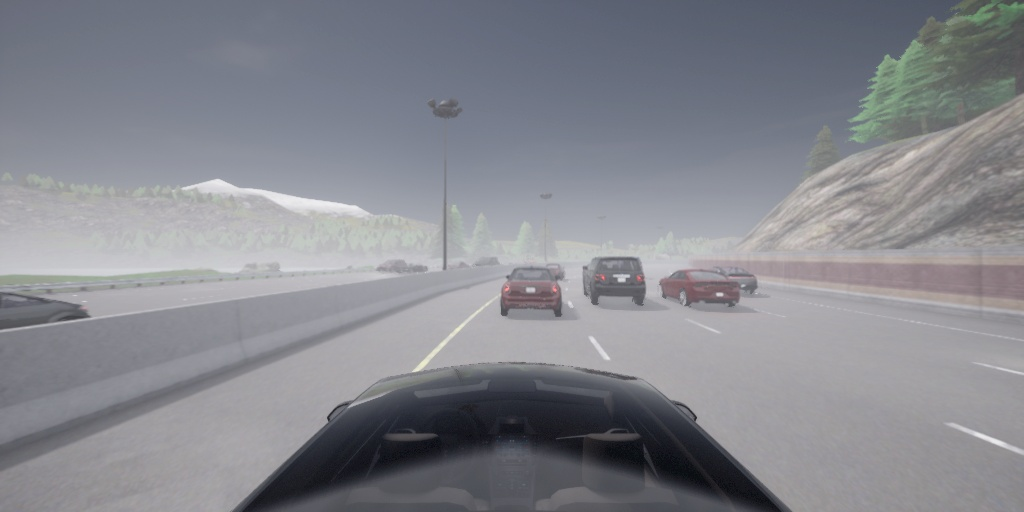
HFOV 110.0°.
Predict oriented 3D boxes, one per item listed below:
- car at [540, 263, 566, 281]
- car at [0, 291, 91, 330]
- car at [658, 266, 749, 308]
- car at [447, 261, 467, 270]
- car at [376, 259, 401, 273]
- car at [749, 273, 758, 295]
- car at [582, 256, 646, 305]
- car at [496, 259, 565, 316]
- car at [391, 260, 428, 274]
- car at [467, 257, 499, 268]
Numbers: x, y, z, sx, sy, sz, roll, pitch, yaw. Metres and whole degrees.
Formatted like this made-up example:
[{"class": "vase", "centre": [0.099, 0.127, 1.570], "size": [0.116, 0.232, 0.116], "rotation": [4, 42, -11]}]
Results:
[{"class": "car", "centre": [3.742, 1.390, 32.340], "size": [1.812, 1.442, 4.674], "rotation": [0, 0, 13]}, {"class": "car", "centre": [-10.398, 1.295, 6.246], "size": [1.994, 1.385, 4.181], "rotation": [0, 0, 2]}, {"class": "car", "centre": [8.023, 1.301, 15.861], "size": [1.882, 1.535, 5.008], "rotation": [0, 0, 6]}, {"class": "car", "centre": [-7.117, 1.402, 46.532], "size": [1.812, 1.442, 4.674], "rotation": [0, 0, 17]}, {"class": "car", "centre": [-14.917, 1.196, 44.806], "size": [2.097, 1.767, 4.553], "rotation": [0, 0, 16]}, {"class": "car", "centre": [12.209, 1.345, 20.806], "size": [2.128, 1.511, 4.902], "rotation": [0, 0, 8]}, {"class": "car", "centre": [4.565, 1.036, 16.640], "size": [2.150, 2.045, 5.566], "rotation": [0, 0, 6]}, {"class": "car", "centre": [0.799, 1.145, 13.880], "size": [2.097, 1.767, 4.553], "rotation": [0, 0, 5]}, {"class": "car", "centre": [-11.915, 1.449, 42.673], "size": [1.895, 1.301, 4.718], "rotation": [0, 0, 15]}, {"class": "car", "centre": [-3.372, 1.111, 46.932], "size": [2.150, 2.045, 5.566], "rotation": [0, 0, 18]}]
